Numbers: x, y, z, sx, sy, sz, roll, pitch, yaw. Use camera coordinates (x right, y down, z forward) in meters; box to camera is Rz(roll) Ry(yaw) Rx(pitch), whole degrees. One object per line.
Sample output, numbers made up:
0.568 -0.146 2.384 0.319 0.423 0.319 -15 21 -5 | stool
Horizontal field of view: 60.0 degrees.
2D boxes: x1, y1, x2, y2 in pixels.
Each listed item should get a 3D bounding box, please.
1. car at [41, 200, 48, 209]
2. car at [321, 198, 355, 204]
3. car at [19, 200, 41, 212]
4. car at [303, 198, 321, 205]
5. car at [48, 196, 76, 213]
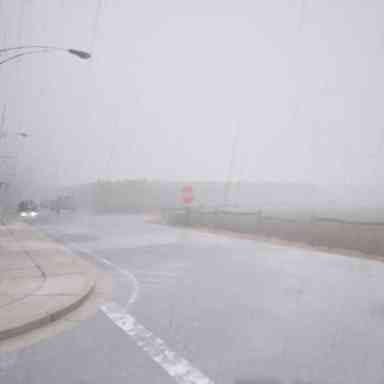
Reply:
-22.642 1.969 52.198 1.994 1.385 4.181 0 0 -34 | car
21.304 1.563 47.438 4.902 1.511 2.128 -1 0 -32 | car
-22.309 1.858 45.180 2.128 1.511 4.902 0 0 -32 | car
18.486 1.631 49.340 4.674 1.442 1.812 0 0 -32 | car
-16.455 1.541 42.566 2.150 2.045 5.566 0 0 -32 | car
